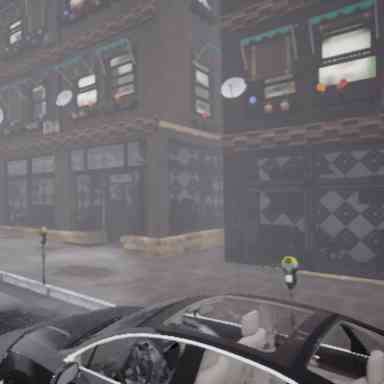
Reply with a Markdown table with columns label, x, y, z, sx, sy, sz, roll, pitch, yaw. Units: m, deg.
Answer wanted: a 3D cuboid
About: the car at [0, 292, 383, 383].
| label | x | y | z | sx | sy | sz | roll | pitch | yaw |
| --- | --- | --- | --- | --- | --- | --- | --- | --- | --- |
| car | 0.148 | 1.541 | 2.637 | 4.403 | 1.369 | 2.008 | 0 | -1 | 35 |
